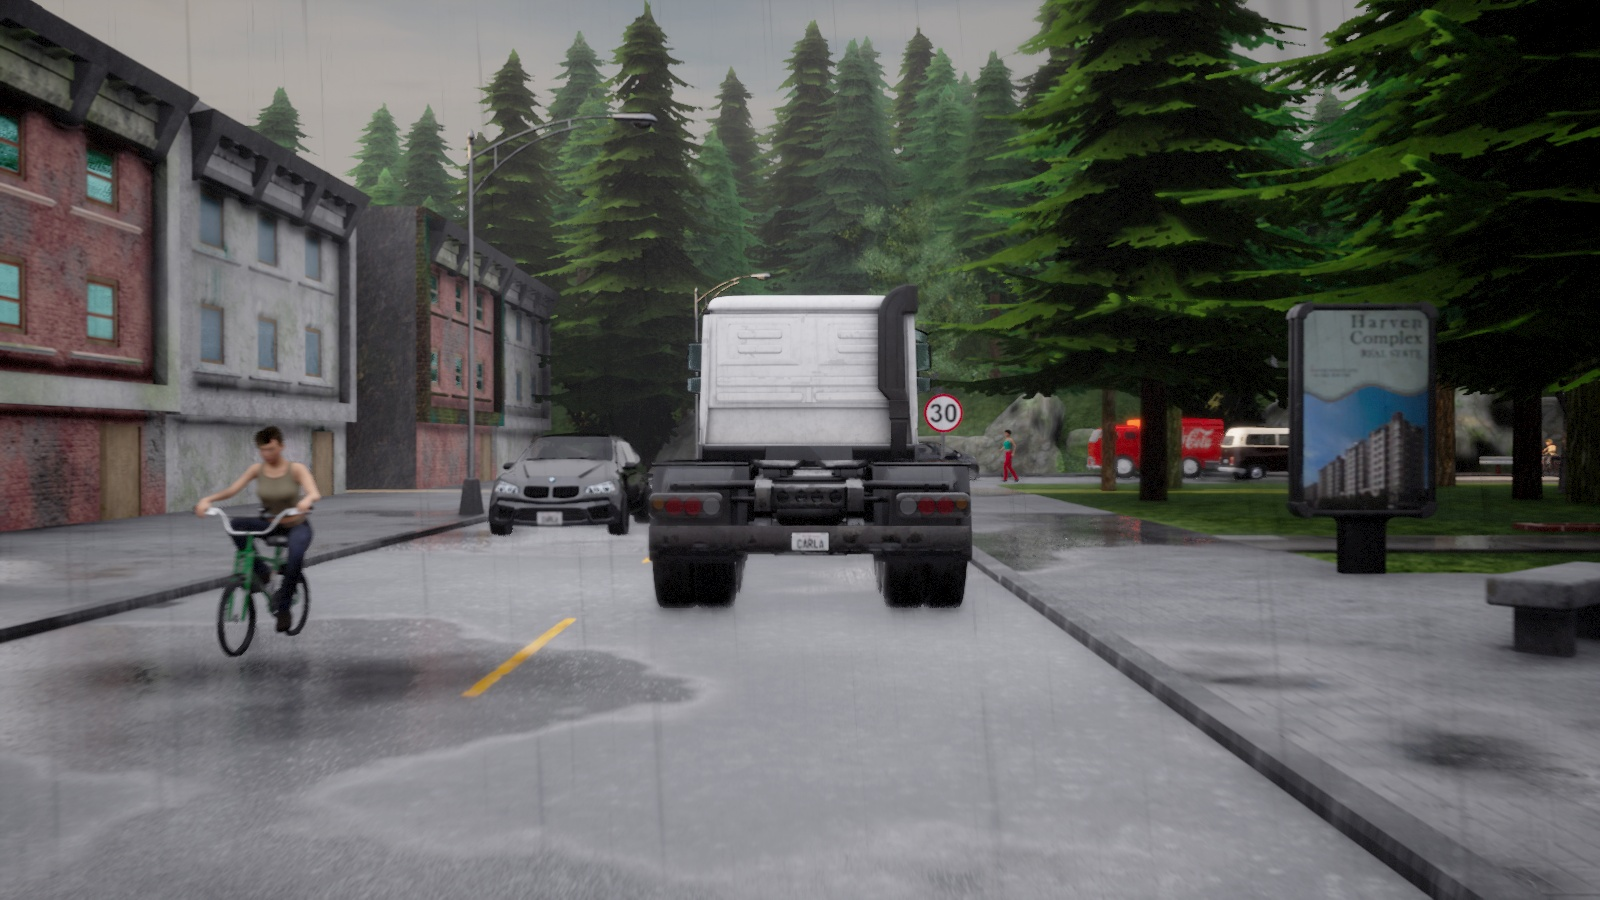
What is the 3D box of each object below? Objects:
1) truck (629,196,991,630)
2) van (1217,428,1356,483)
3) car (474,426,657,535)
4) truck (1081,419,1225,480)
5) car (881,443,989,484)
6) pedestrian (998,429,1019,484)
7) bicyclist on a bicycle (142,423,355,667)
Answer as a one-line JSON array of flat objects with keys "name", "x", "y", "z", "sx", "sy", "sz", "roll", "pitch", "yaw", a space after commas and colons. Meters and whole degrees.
[{"name": "truck", "x": 0.101, "y": -0.318, "z": 13.989, "sx": 2.891, "sy": 3.462, "sz": 7.936, "roll": 0, "pitch": 0, "yaw": 0}, {"name": "van", "x": 18.521, "y": 0.201, "z": 47.954, "sx": 4.480, "sy": 2.038, "sz": 2.069, "roll": 0, "pitch": 0, "yaw": 0}, {"name": "car", "x": -3.854, "y": 0.460, "z": 21.540, "sx": 2.242, "sy": 1.667, "sz": 4.611, "roll": 0, "pitch": 0, "yaw": 0}, {"name": "truck", "x": 14.524, "y": -0.036, "z": 51.952, "sx": 5.204, "sy": 2.467, "sz": 2.627, "roll": 0, "pitch": 0, "yaw": 0}, {"name": "car", "x": 5.074, "y": 0.488, "z": 47.005, "sx": 3.633, "sy": 1.501, "sz": 1.845, "roll": 0, "pitch": 0, "yaw": -31}, {"name": "pedestrian", "x": 7.058, "y": 0.210, "z": 42.543, "sx": 0.594, "sy": 1.836, "sz": 0.345, "roll": 0, "pitch": 0, "yaw": -17}, {"name": "bicyclist on a bicycle", "x": -3.924, "y": 0.626, "z": 9.081, "sx": 0.866, "sy": 1.612, "sz": 1.509, "roll": 0, "pitch": 0, "yaw": 1}]
